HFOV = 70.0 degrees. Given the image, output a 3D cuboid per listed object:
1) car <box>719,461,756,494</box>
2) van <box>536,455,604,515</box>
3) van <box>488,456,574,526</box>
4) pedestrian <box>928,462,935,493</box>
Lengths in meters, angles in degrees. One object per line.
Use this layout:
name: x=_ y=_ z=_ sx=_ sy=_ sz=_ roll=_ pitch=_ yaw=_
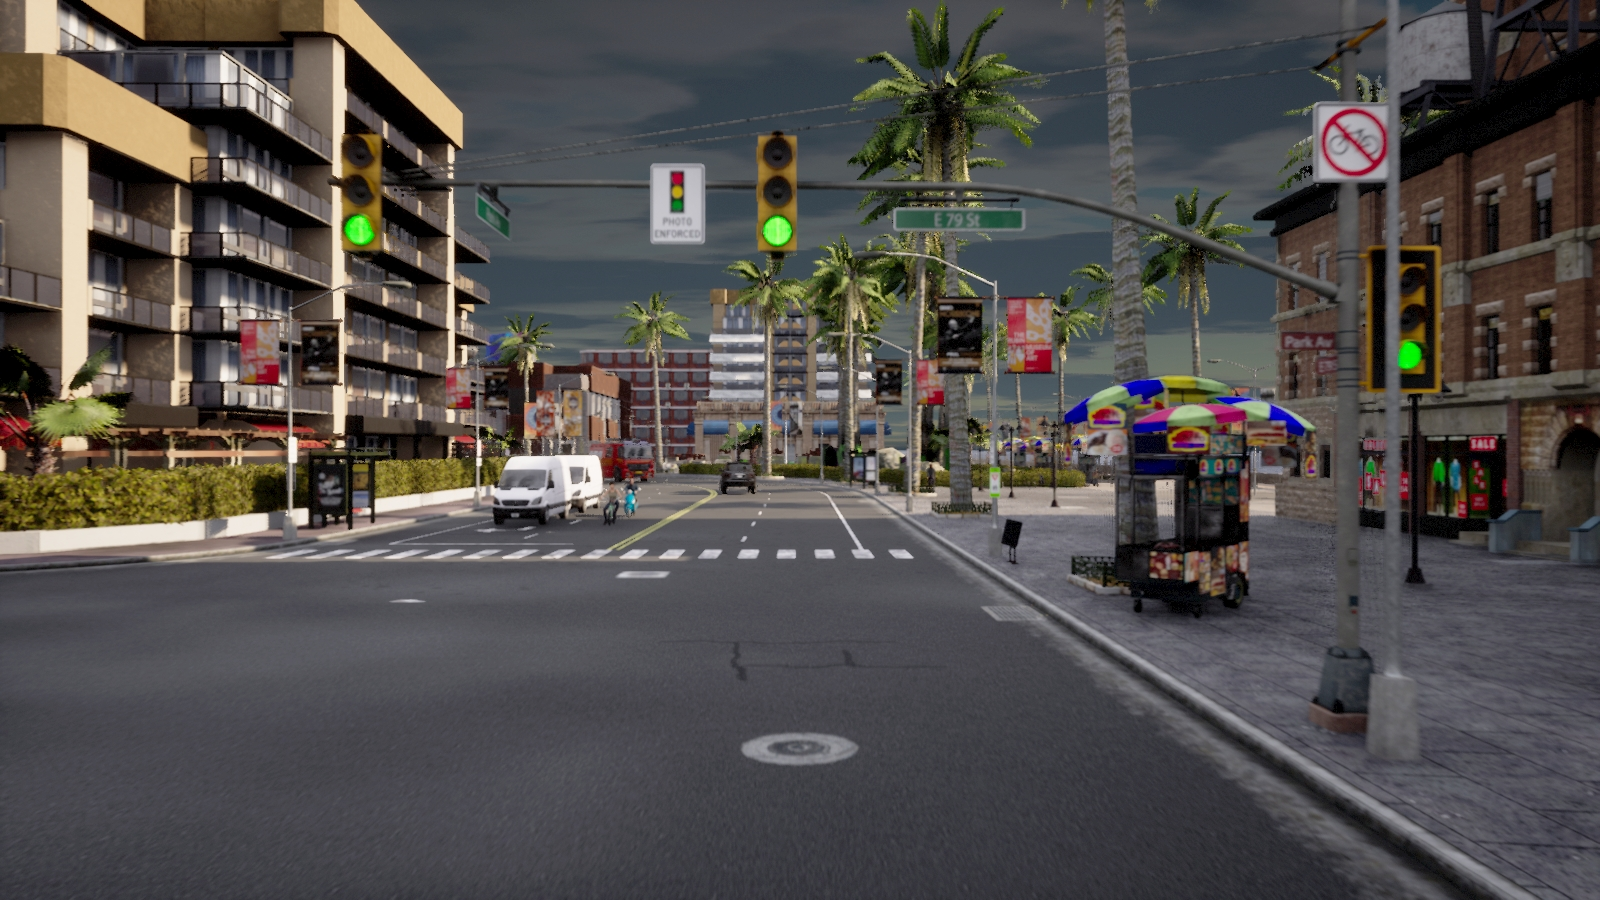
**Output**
car: x=-4.145 y=1.777 z=75.207 sx=2.150 sy=2.045 sz=5.566 roll=0 pitch=0 yaw=-6
van: x=-10.522 y=1.533 z=52.763 sx=1.988 sy=2.561 sz=5.915 roll=0 pitch=0 yaw=0
van: x=-10.512 y=1.533 z=45.104 sx=1.988 sy=2.561 sz=5.915 roll=0 pitch=0 yaw=0
pedestrian: x=8.074 y=1.694 z=70.108 sx=0.375 sy=1.860 sz=0.375 roll=0 pitch=0 yaw=-7
